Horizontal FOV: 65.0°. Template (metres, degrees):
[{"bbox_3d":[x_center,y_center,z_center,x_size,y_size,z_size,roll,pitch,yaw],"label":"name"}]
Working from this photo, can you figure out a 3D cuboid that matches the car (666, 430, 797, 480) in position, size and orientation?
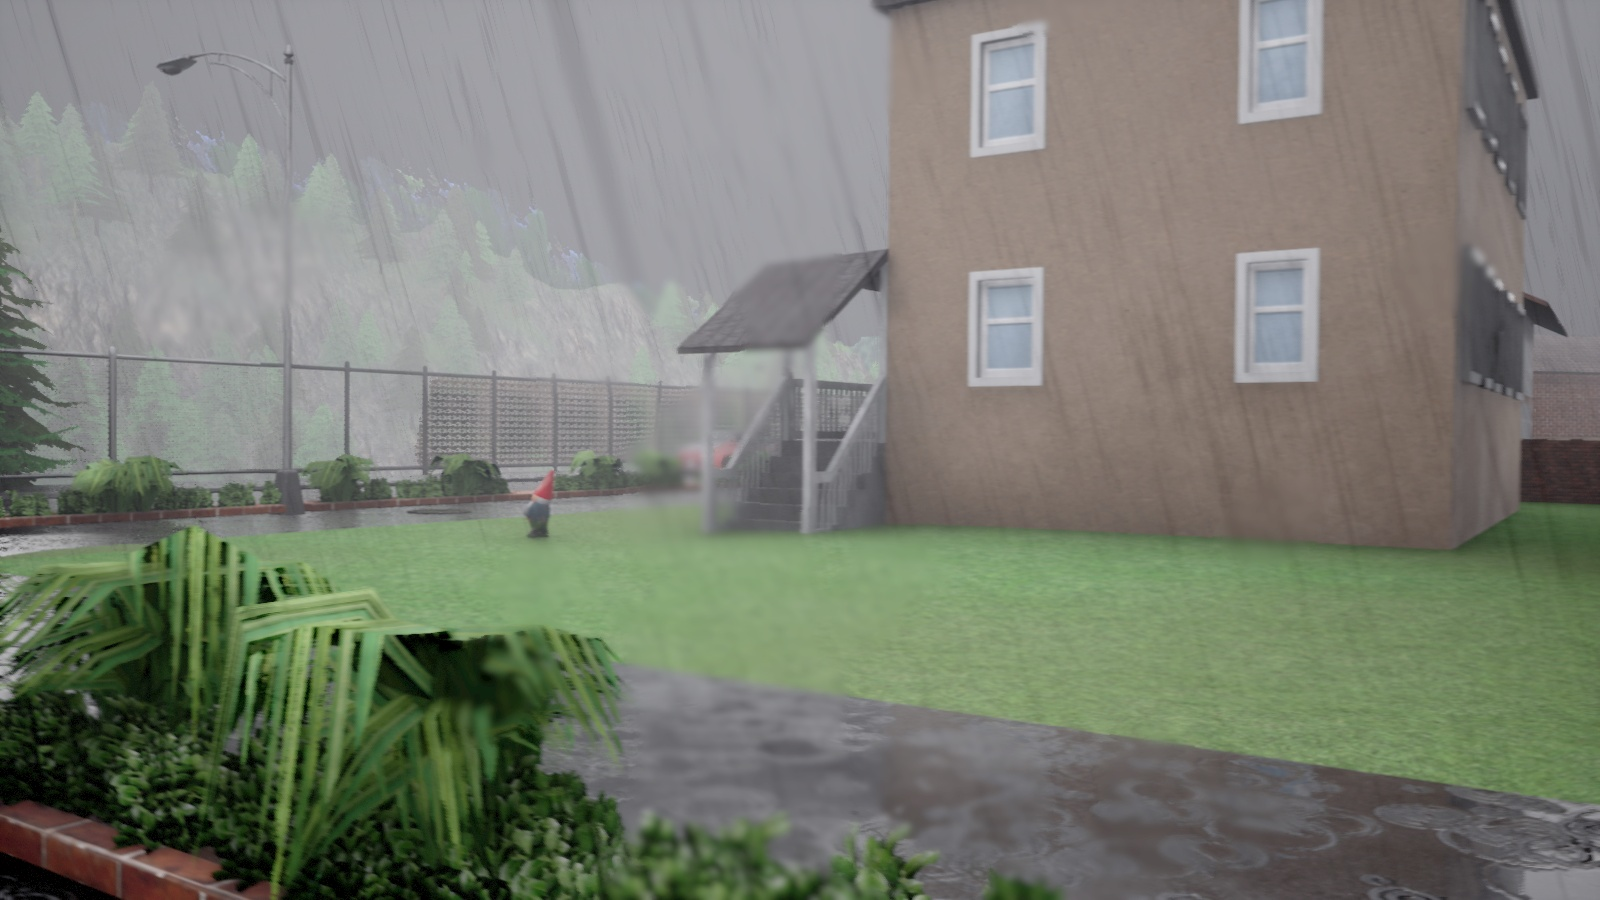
[{"bbox_3d":[-2.197,0.133,41.408,2.007,1.525,4.514,0,1,34],"label":"car"}]
